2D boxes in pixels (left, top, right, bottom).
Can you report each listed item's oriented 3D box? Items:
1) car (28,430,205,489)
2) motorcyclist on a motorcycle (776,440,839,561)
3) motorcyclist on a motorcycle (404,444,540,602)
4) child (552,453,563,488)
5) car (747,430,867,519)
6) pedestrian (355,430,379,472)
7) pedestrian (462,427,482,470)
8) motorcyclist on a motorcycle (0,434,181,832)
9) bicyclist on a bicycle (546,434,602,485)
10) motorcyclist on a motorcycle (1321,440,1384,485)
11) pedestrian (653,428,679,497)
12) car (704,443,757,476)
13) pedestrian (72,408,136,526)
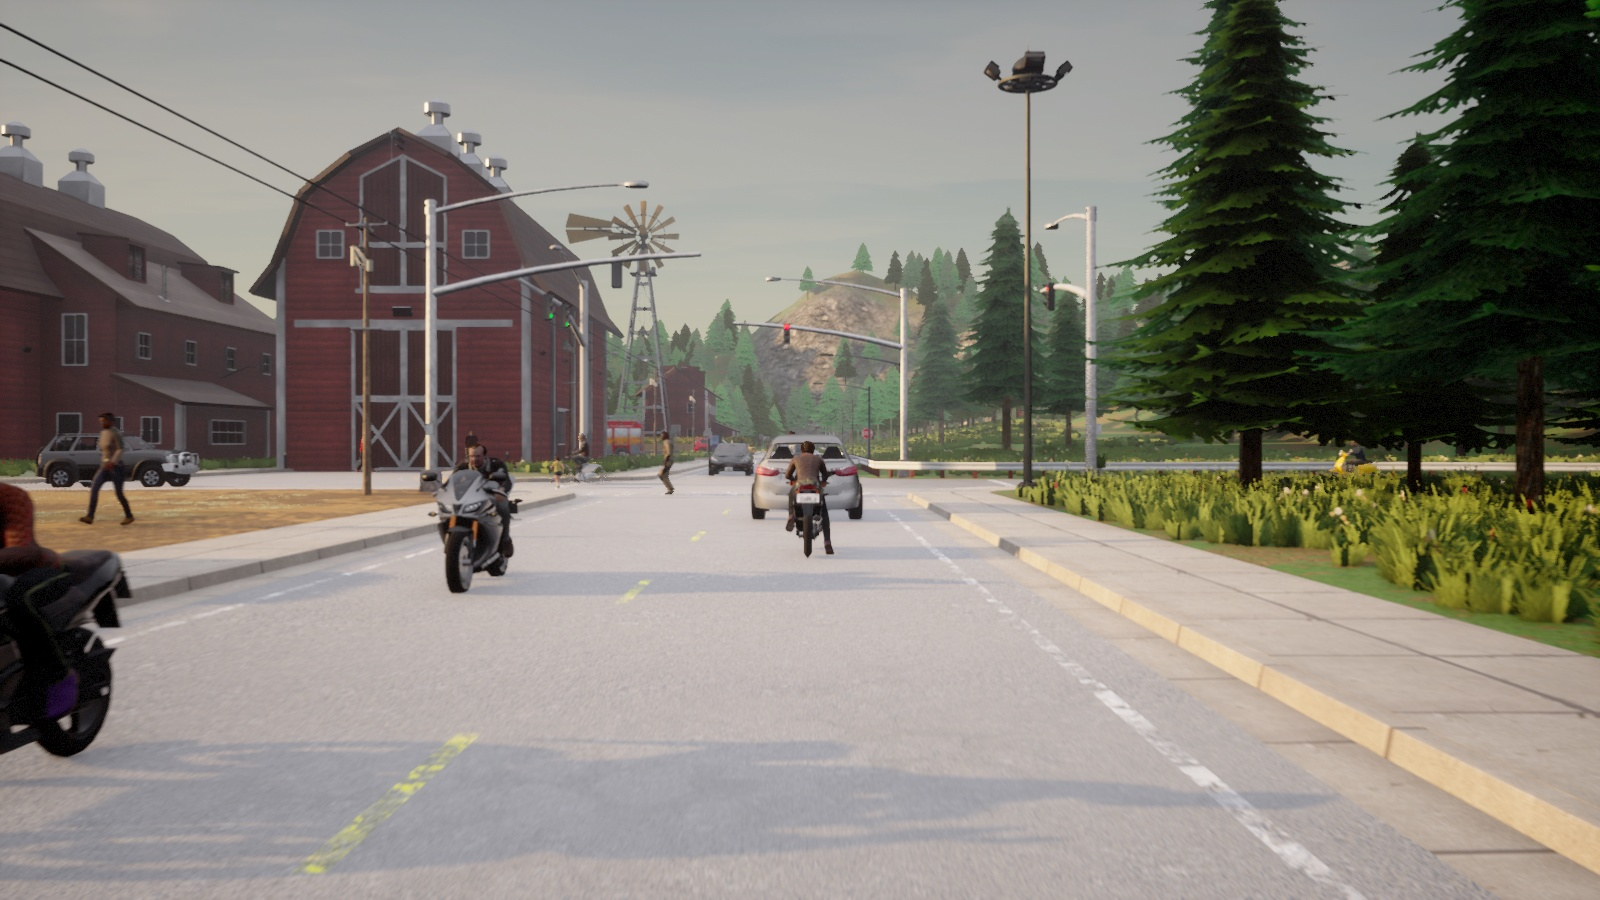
[{"bbox_3d":[-21.872,0.288,40.329,4.605,1.855,1.932,0,1,-1],"label":"car"},{"bbox_3d":[0.103,0.633,16.912,0.797,1.523,2.044,0,0,0],"label":"motorcyclist on a motorcycle"},{"bbox_3d":[-3.415,0.704,13.302,0.866,1.530,2.191,0,0,0],"label":"motorcyclist on a motorcycle"},{"bbox_3d":[-7.834,0.667,40.574,0.255,1.110,0.394,0,0,-27],"label":"child"},{"bbox_3d":[0.147,0.445,25.826,2.242,1.667,4.611,0,0,1],"label":"car"},{"bbox_3d":[-19.202,0.033,55.708,0.899,1.844,0.634,0,0,-4],"label":"pedestrian"},{"bbox_3d":[-14.208,-0.058,54.344,0.634,1.844,0.899,0,0,-29],"label":"pedestrian"},{"bbox_3d":[-3.456,0.697,5.173,0.797,1.523,2.044,0,0,0],"label":"motorcyclist on a motorcycle"},{"bbox_3d":[-7.911,0.338,44.013,1.843,1.776,0.659,0,0,-1],"label":"bicyclist on a bicycle"},{"bbox_3d":[19.505,0.439,44.371,1.817,1.590,0.866,0,0,-1],"label":"motorcyclist on a motorcycle"},{"bbox_3d":[-3.764,0.338,35.310,0.692,1.930,0.396,0,0,-2],"label":"pedestrian"},{"bbox_3d":[-3.186,0.414,58.559,2.163,1.488,4.792,0,0,0],"label":"car"},{"bbox_3d":[-10.912,0.258,19.708,0.328,1.805,0.869,0,0,21],"label":"pedestrian"}]
